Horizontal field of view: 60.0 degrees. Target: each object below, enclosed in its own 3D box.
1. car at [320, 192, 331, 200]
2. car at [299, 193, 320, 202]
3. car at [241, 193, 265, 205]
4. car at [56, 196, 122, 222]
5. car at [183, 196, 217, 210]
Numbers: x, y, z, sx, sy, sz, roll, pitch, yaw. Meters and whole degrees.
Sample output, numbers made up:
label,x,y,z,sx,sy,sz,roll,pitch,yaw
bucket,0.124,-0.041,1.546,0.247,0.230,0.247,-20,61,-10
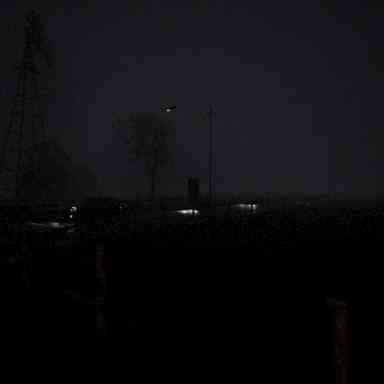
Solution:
label,x,y,z,sx,sy,sz,roll,pitch,yaw
car,24.753,0.730,62.546,1.994,1.385,4.181,1,1,36
car,18.955,0.820,54.362,1.812,1.442,4.674,1,1,35
car,8.548,0.922,46.037,1.812,1.442,4.674,1,2,36
car,-7.294,1.105,23.828,2.097,1.767,4.553,1,1,37
car,0.871,1.132,35.247,1.994,1.385,4.181,1,1,35
